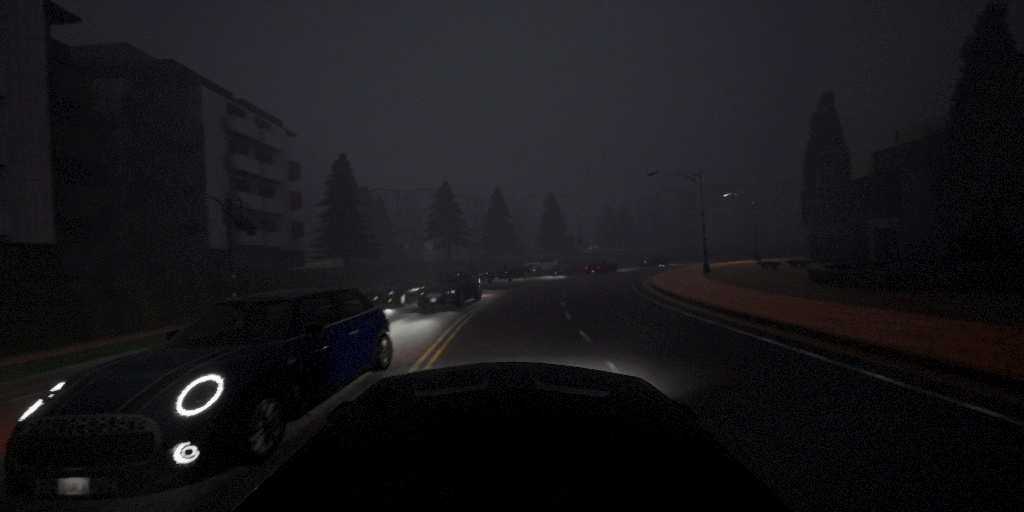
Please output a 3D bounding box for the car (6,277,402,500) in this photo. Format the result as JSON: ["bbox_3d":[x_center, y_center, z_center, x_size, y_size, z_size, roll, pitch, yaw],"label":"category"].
[{"bbox_3d":[-3.535,1.328,5.226,2.097,1.767,4.553,-3,0,4],"label":"car"}]

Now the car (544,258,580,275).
[{"bbox_3d":[5.886,1.199,37.511,2.033,1.411,5.357,-4,-1,37],"label":"car"}]

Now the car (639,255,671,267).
[{"bbox_3d":[17.473,0.591,43.809,4.181,1.385,1.994,-3,0,-35],"label":"car"}]

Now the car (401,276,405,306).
[{"bbox_3d":[-5.957,1.771,18.623,1.994,1.385,4.181,-3,0,11],"label":"car"}]

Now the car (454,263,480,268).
[{"bbox_3d":[-3.525,1.308,27.916,2.128,1.511,4.902,-3,0,22],"label":"car"}]

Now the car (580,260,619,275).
[{"bbox_3d":[8.805,1.068,35.114,1.895,1.301,4.718,-4,0,36],"label":"car"}]

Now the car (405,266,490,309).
[{"bbox_3d":[-2.783,1.503,16.861,2.128,1.511,4.902,-4,0,10],"label":"car"}]

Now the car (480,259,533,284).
[{"bbox_3d":[-0.285,1.182,26.597,1.895,1.301,4.718,-3,0,22],"label":"car"}]

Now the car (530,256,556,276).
[{"bbox_3d":[3.078,1.034,39.621,2.150,2.045,5.566,-4,-1,37],"label":"car"}]
